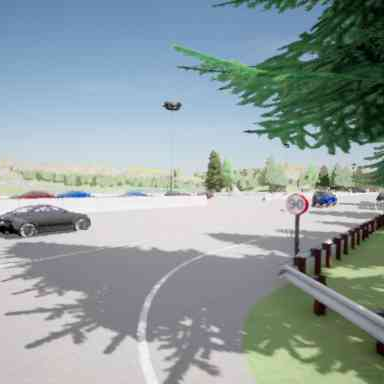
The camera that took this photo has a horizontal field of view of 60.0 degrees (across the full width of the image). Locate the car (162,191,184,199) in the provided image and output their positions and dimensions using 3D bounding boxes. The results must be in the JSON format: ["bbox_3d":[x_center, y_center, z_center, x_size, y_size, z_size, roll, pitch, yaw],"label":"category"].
[{"bbox_3d":[-3.561,0.525,63.033,1.994,1.385,4.181,2,1,36],"label":"car"}]

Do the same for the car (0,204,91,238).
[{"bbox_3d":[-7.031,1.286,16.068,1.994,1.385,4.181,2,1,36],"label":"car"}]

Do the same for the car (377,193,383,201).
[{"bbox_3d":[41.113,1.026,71.224,2.097,1.767,4.553,2,1,36],"label":"car"}]

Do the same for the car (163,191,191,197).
[{"bbox_3d":[-2.348,0.642,58.768,1.895,1.301,4.718,2,1,36],"label":"car"}]

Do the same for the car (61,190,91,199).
[{"bbox_3d":[-16.228,0.484,45.570,1.882,1.535,5.008,2,1,36],"label":"car"}]

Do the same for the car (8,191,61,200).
[{"bbox_3d":[-17.855,0.601,37.317,1.882,1.535,5.008,2,1,36],"label":"car"}]

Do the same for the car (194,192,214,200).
[{"bbox_3d":[2.122,0.655,58.948,1.812,1.442,4.674,2,1,36],"label":"car"}]

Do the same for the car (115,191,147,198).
[{"bbox_3d":[-8.165,0.657,44.795,1.882,1.535,5.008,2,1,36],"label":"car"}]

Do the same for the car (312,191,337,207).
[{"bbox_3d":[17.776,0.915,44.573,2.150,2.045,5.566,2,1,36],"label":"car"}]
